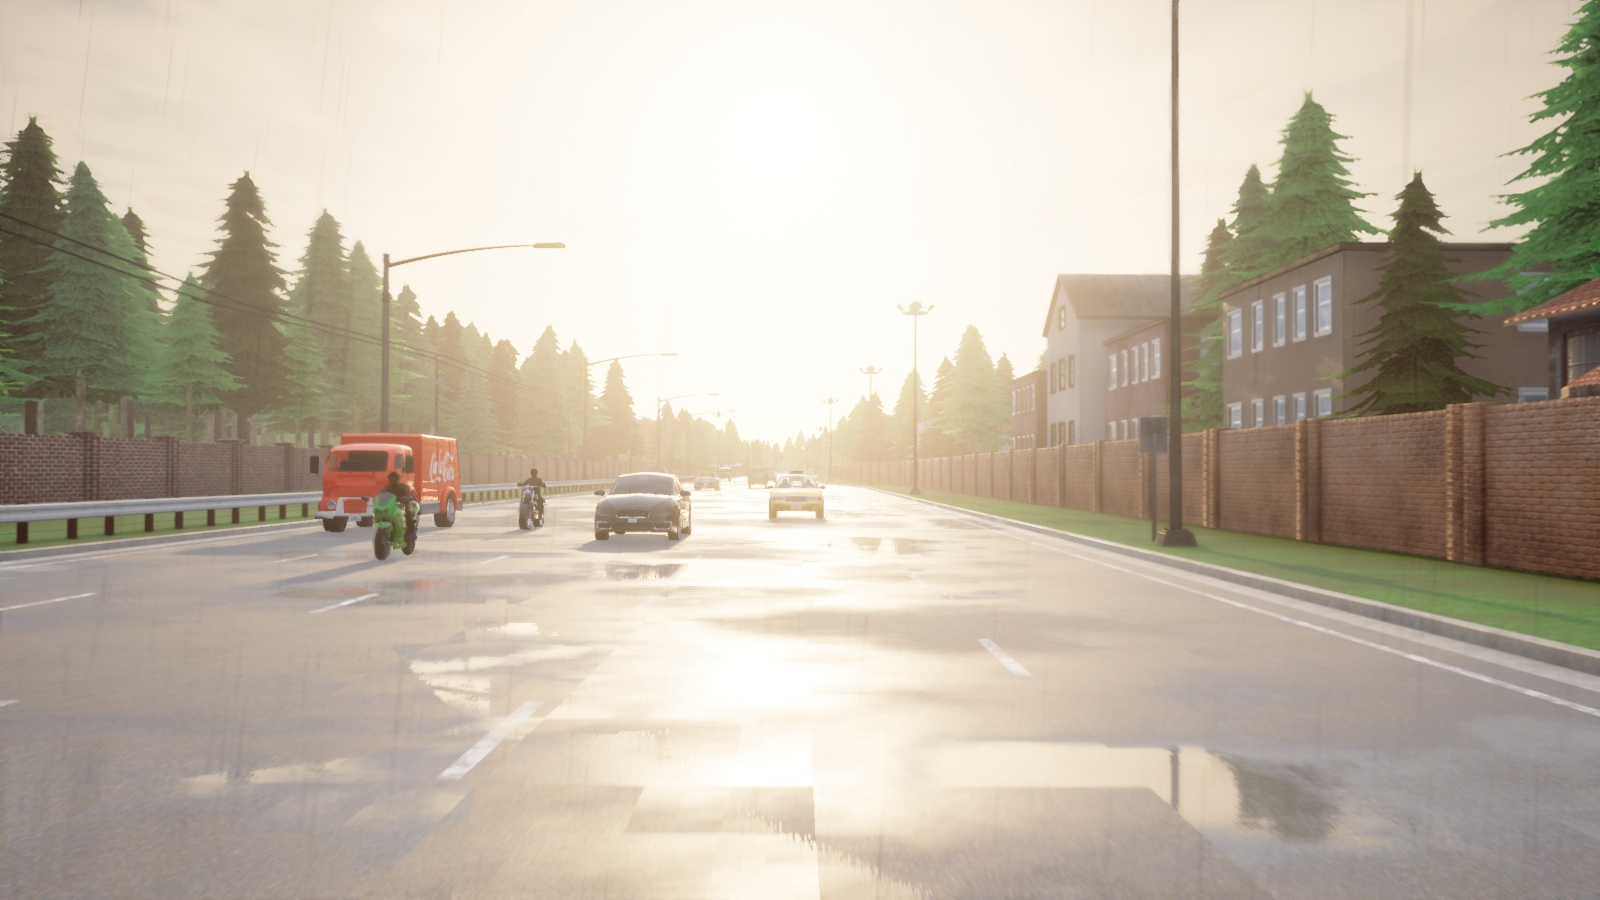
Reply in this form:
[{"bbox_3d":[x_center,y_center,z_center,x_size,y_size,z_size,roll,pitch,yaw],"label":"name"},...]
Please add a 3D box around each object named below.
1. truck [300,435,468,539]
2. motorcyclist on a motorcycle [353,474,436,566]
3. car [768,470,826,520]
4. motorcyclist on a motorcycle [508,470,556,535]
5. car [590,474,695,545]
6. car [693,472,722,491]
[{"bbox_3d":[-10.583,0.914,32.483,2.627,2.467,5.204,0,-1,0],"label":"truck"},{"bbox_3d":[-7.055,1.192,21.947,0.797,1.523,2.044,0,-1,0],"label":"motorcyclist on a motorcycle"},{"bbox_3d":[-0.105,1.461,42.236,1.801,1.575,5.366,0,-1,0],"label":"car"},{"bbox_3d":[-7.083,1.350,33.245,0.766,1.649,2.350,0,-1,0],"label":"motorcyclist on a motorcycle"},{"bbox_3d":[-3.573,1.324,29.249,1.837,1.490,4.892,0,-1,0],"label":"car"},{"bbox_3d":[-7.244,2.454,98.283,1.970,1.475,3.806,0,-1,0],"label":"car"}]
